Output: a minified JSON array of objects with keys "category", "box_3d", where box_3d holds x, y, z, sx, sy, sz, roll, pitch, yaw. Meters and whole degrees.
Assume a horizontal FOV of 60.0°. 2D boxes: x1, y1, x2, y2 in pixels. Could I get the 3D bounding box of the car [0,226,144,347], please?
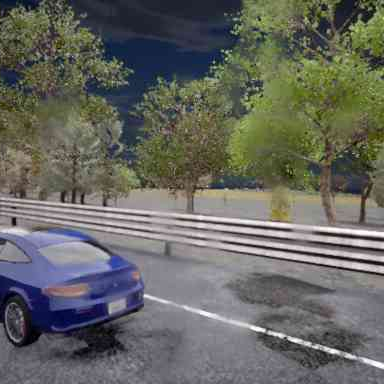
[{"category":"car","box_3d":[-2.890,1.340,5.963,4.674,1.442,1.812,2,1,36]}]
